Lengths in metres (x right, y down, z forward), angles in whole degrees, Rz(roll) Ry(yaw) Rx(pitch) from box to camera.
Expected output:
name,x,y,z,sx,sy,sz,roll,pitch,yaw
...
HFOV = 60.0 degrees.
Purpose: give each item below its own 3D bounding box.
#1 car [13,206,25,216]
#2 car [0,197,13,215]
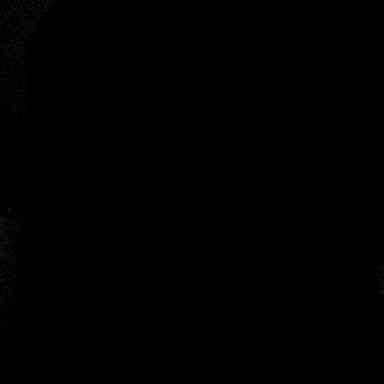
name,x,y,z,sx,sy,sz,roll,pitch,yaw
car,-15.569,1.650,33.025,1.802,1.307,4.206,0,-1,36
car,-18.708,1.306,28.634,2.192,1.841,5.009,0,-1,36
